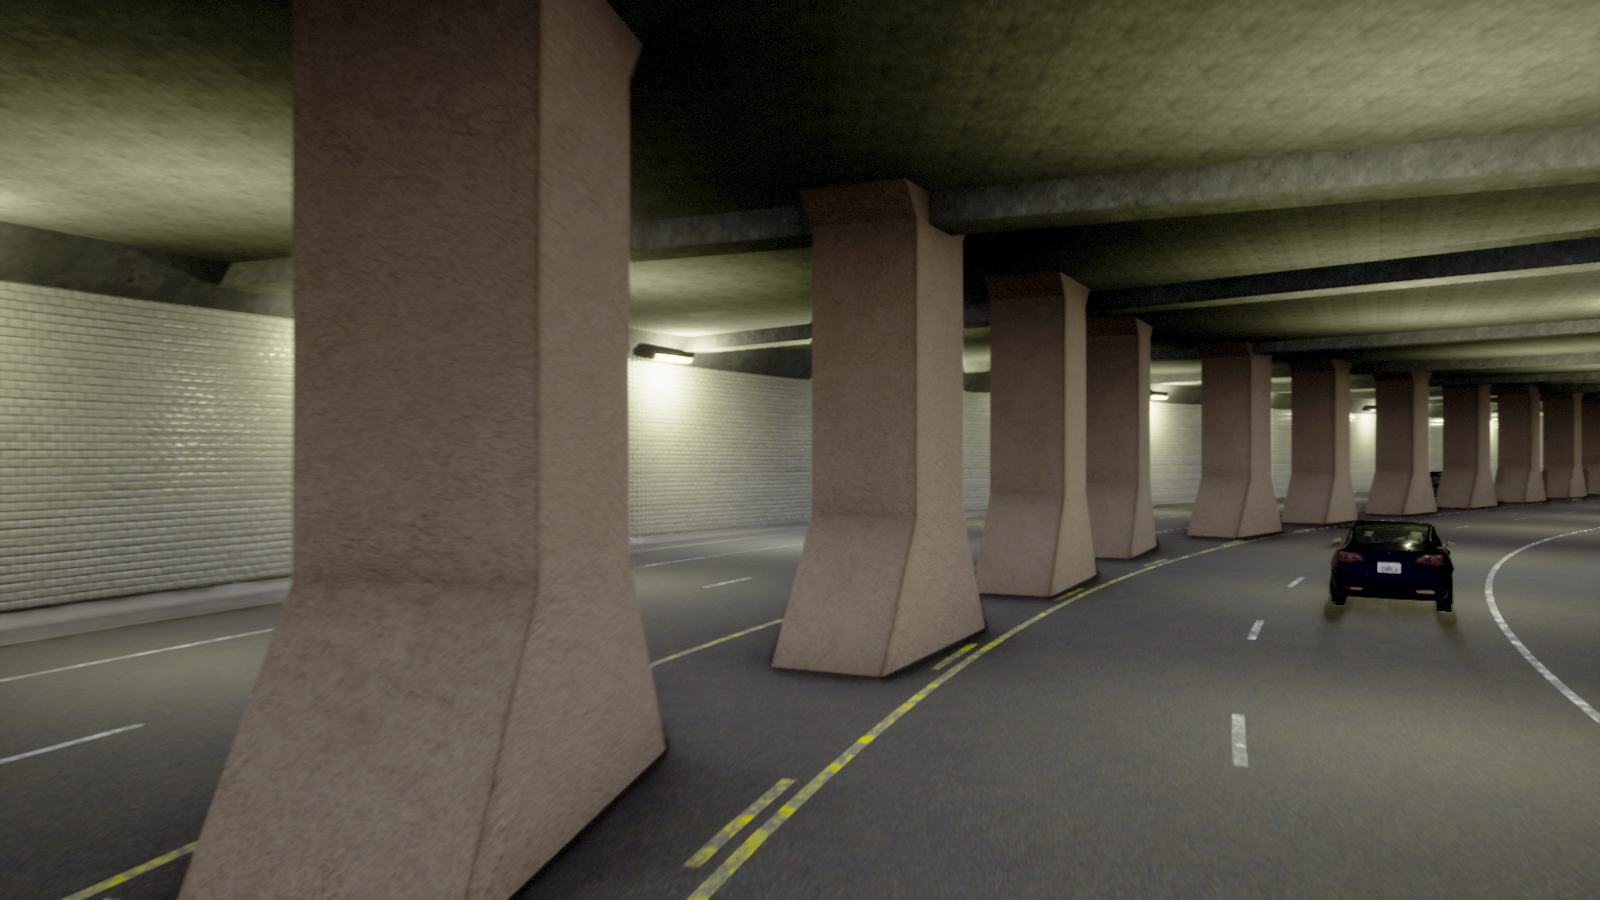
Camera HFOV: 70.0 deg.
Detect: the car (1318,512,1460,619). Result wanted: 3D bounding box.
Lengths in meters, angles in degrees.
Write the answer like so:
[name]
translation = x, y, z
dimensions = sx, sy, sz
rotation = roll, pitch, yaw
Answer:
[car]
translation = 11.197, 2.069, 21.653
dimensions = 2.163, 1.488, 4.792
rotation = 0, 0, 29
